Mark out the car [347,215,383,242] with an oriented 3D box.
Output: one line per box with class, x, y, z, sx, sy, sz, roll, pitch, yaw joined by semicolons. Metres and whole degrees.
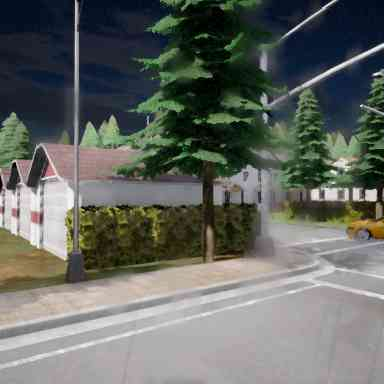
car;10.971;1.809;17.671;5.008;1.535;1.882;-3;-1;30
